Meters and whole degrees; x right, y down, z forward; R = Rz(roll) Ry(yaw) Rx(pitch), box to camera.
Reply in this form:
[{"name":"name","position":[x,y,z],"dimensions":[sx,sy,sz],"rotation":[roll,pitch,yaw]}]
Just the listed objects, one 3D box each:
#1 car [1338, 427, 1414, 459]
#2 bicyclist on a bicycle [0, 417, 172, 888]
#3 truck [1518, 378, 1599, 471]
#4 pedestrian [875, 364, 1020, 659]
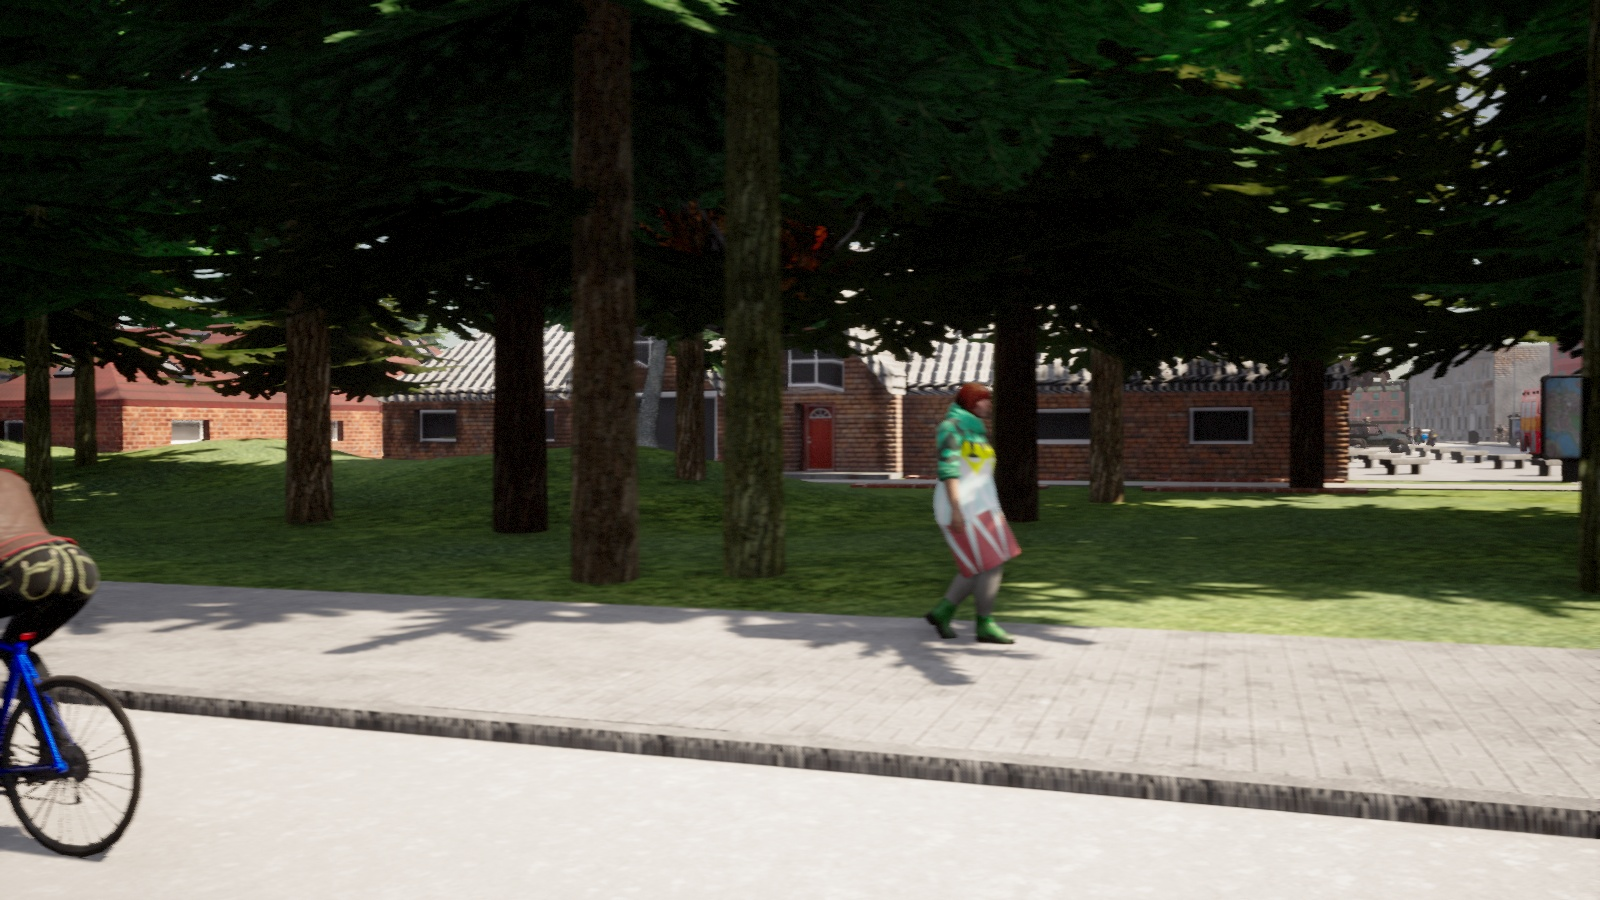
[{"name":"car","position":[34.128,-0.443,74.551],"dimensions":[3.866,1.878,1.905],"rotation":[1,1,18]},{"name":"bicyclist on a bicycle","position":[-3.312,0.689,4.842],"dimensions":[1.656,1.620,0.582],"rotation":[0,1,18]},{"name":"truck","position":[34.227,-1.097,55.438],"dimensions":[2.891,3.827,8.468],"rotation":[1,1,20]},{"name":"pedestrian","position":[1.038,0.400,8.748],"dimensions":[0.873,1.952,0.659],"rotation":[1,1,19]}]
